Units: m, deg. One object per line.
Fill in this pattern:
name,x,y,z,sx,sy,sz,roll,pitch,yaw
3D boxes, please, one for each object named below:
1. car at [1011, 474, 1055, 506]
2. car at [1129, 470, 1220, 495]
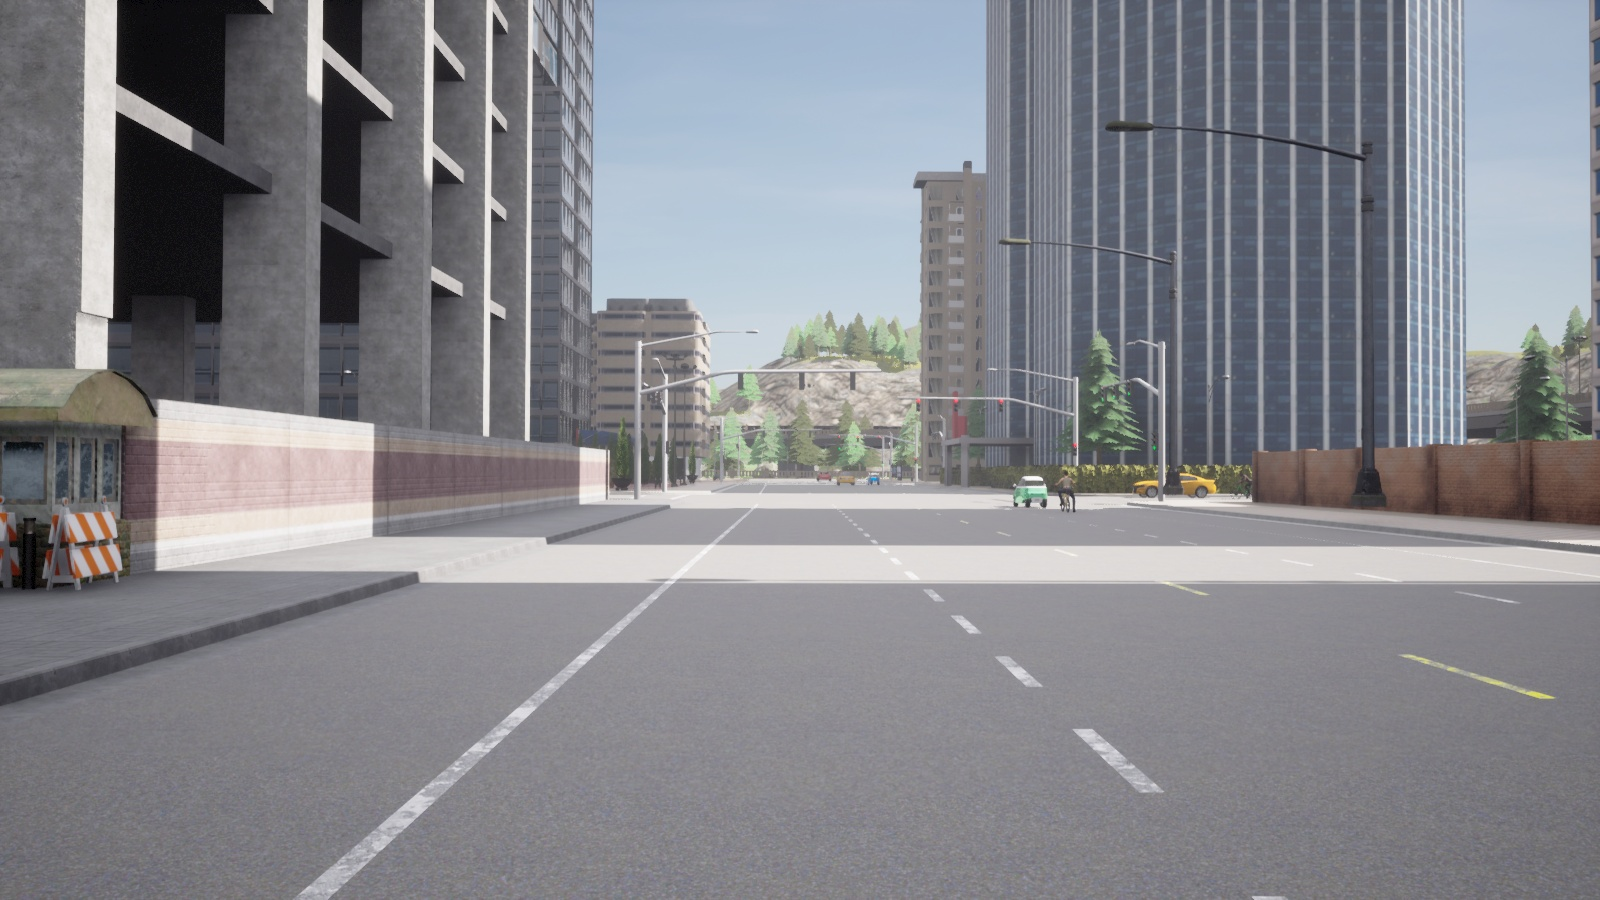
car,10.301,1.762,55.640,1.481,1.376,2.207,0,-1,-1
car,23.108,2.002,77.605,5.008,1.535,1.882,0,-1,-1
